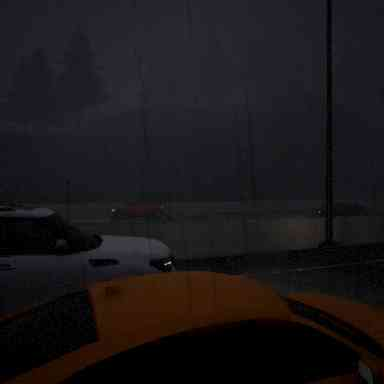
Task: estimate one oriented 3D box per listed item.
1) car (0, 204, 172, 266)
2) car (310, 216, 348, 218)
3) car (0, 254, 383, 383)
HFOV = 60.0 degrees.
[{"bbox_3d":[-2.943,1.223,5.360,5.566,2.045,2.150,0,0,-20],"label":"car"},{"bbox_3d":[11.206,1.523,26.987,4.674,1.442,1.812,0,0,-27],"label":"car"},{"bbox_3d":[0.183,1.477,2.789,5.008,1.535,1.882,0,0,-21],"label":"car"}]
